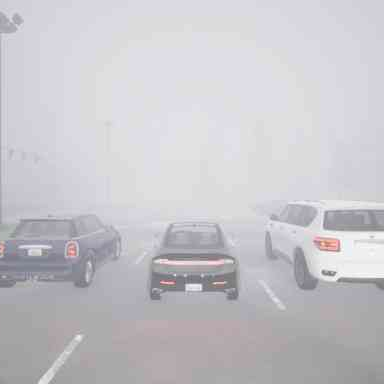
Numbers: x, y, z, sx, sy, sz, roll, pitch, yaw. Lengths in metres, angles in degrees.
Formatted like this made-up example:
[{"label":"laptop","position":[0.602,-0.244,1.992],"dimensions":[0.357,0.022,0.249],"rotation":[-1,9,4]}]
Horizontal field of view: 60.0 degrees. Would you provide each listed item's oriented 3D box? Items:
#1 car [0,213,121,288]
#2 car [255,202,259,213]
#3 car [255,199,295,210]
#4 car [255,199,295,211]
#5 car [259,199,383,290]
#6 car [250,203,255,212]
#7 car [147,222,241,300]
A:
[{"label":"car","position":[-3.439,1.352,9.443],"dimensions":[2.097,1.767,4.553],"rotation":[0,0,0]},{"label":"car","position":[8.712,1.547,29.476],"dimensions":[5.357,1.411,2.033],"rotation":[0,0,-6]},{"label":"car","position":[10.845,1.601,43.730],"dimensions":[4.718,1.301,1.895],"rotation":[0,0,-5]},{"label":"car","position":[9.953,1.564,40.111],"dimensions":[4.181,1.385,1.994],"rotation":[0,0,-5]},{"label":"car","position":[3.557,1.221,9.218],"dimensions":[2.150,2.045,5.566],"rotation":[0,0,0]},{"label":"car","position":[8.823,1.477,36.489],"dimensions":[5.008,1.535,1.882],"rotation":[0,0,-6]},{"label":"car","position":[0.054,1.492,8.362],"dimensions":[2.128,1.511,4.902],"rotation":[0,0,1]}]
